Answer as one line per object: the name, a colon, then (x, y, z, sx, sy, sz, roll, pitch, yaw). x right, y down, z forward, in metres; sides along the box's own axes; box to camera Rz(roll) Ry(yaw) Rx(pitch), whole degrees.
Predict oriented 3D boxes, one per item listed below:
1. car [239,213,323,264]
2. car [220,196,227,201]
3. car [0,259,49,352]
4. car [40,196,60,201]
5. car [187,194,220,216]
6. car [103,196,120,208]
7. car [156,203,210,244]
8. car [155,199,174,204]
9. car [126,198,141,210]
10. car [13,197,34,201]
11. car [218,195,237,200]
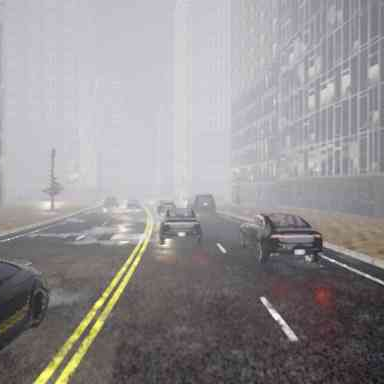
car: (2.923, 1.487, 11.851, 2.128, 1.511, 4.902, 0, 0, -3)
car: (5.681, 1.450, 82.553, 5.009, 1.841, 2.192, 0, 0, -8)
car: (-3.473, 1.573, 4.180, 1.994, 1.385, 4.181, 0, 0, -2)
car: (-32.810, 1.526, 76.714, 4.313, 1.339, 1.947, 0, 0, -8)
car: (0.848, 1.213, 32.515, 2.150, 2.045, 5.566, 0, 0, -8)
car: (-11.863, 1.385, 49.090, 2.097, 1.767, 4.553, 0, 0, -9)
car: (-0.588, 1.495, 15.834, 2.128, 1.511, 4.902, 0, 0, -4)
car: (-2.653, 1.496, 33.849, 2.128, 1.511, 4.902, 0, 0, -9)
car: (-7.861, 1.567, 44.739, 2.033, 1.411, 5.357, 0, 0, -9)
car: (-38.439, 1.516, 75.917, 4.206, 1.307, 1.802, 0, 0, -8)
car: (9.860, 1.548, 91.645, 4.829, 1.417, 1.752, 0, 0, -8)
